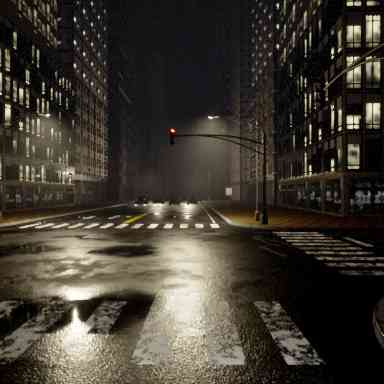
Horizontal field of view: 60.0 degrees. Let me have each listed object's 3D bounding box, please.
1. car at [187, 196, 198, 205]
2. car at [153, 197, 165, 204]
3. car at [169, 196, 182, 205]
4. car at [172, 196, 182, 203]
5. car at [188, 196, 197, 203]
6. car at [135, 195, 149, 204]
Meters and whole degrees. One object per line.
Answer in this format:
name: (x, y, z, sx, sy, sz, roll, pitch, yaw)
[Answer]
car: (0.085, 1.649, 60.179, 2.033, 1.411, 5.357, 0, 0, 0)
car: (-6.410, 1.680, 64.356, 1.994, 1.385, 4.181, 0, 0, 0)
car: (-3.166, 1.647, 59.766, 2.033, 1.411, 5.357, 0, 0, 0)
car: (-3.151, 1.523, 70.185, 1.994, 1.385, 4.181, 0, 0, 0)
car: (0.100, 1.584, 70.627, 1.895, 1.301, 4.718, 0, 0, 0)
car: (-9.659, 1.468, 64.391, 2.097, 1.767, 4.553, 0, 0, 0)
